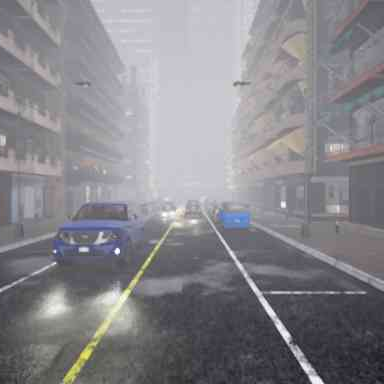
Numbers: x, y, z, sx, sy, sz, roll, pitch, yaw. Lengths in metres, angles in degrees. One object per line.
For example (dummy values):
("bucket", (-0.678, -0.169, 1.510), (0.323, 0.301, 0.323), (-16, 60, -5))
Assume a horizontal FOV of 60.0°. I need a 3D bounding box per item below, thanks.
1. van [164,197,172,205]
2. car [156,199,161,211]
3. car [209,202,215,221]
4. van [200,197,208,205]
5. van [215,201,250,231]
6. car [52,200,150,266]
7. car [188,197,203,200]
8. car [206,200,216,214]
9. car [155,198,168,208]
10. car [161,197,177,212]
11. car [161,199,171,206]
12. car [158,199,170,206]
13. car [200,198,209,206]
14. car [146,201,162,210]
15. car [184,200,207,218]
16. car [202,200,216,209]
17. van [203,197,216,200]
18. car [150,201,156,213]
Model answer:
("van", (-5.607, 2.005, 77.777), (1.690, 1.788, 3.998), (-1, 0, 0))
("car", (-5.647, 1.919, 44.165), (1.887, 1.381, 4.507), (-1, 0, 0))
("car", (2.712, 1.782, 27.320), (2.008, 1.369, 4.403), (-1, 0, 0))
("van", (2.773, 2.005, 77.738), (1.690, 1.788, 3.998), (-1, -1, 0))
("van", (2.702, 1.525, 21.720), (1.690, 1.788, 3.998), (-1, 0, 0))
("car", (-3.090, 1.328, 12.246), (2.150, 2.045, 5.566), (0, -1, 0))
("car", (0.114, 1.730, 44.735), (2.097, 1.767, 4.553), (0, -1, 0))
("car", (2.719, 1.823, 32.922), (1.887, 1.381, 4.507), (-1, 0, 0))
("car", (-5.627, 1.958, 60.972), (1.967, 1.590, 4.097), (-1, 0, 0))
("car", (-3.042, 1.872, 44.970), (2.128, 1.511, 4.902), (0, 0, 0))
("car", (-5.611, 2.166, 72.174), (2.008, 1.369, 4.403), (-1, 0, 0))
("car", (-5.618, 2.133, 66.571), (1.947, 1.339, 4.313), (-1, 0, 0))
("car", (2.769, 2.142, 72.305), (1.752, 1.417, 4.829), (-1, 0, 0))
("car", (-5.639, 2.004, 49.766), (1.802, 1.307, 4.206), (-1, 0, 0))
("car", (0.136, 1.835, 34.067), (2.033, 1.411, 5.357), (0, -1, 0))
("car", (2.748, 2.021, 55.330), (2.008, 1.369, 4.403), (-1, 0, 0))
("van", (2.737, 1.763, 49.729), (1.690, 1.788, 3.998), (-1, 0, 0))
("car", (-5.654, 1.892, 38.563), (1.947, 1.339, 4.313), (-1, 0, 0))
